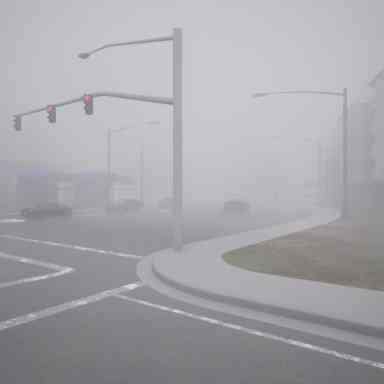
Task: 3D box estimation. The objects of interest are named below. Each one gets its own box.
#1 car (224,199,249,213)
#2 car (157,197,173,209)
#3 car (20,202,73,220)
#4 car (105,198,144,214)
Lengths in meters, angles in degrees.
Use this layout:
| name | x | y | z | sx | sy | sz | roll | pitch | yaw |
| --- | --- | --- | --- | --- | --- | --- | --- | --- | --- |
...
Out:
| name | x | y | z | sx | sy | sz | roll | pitch | yaw |
| --- | --- | --- | --- | --- | --- | --- | --- | --- | --- |
| car | 4.948 | 1.491 | 36.574 | 2.128 | 1.511 | 4.902 | 0 | 0 | 24 |
| car | -3.205 | 1.505 | 45.341 | 1.837 | 1.490 | 4.892 | 0 | 0 | 15 |
| car | -12.428 | 1.564 | 28.604 | 1.994 | 1.385 | 4.181 | 0 | 0 | 36 |
| car | -7.251 | 1.478 | 36.087 | 1.882 | 1.535 | 5.008 | 0 | 0 | 30 |
